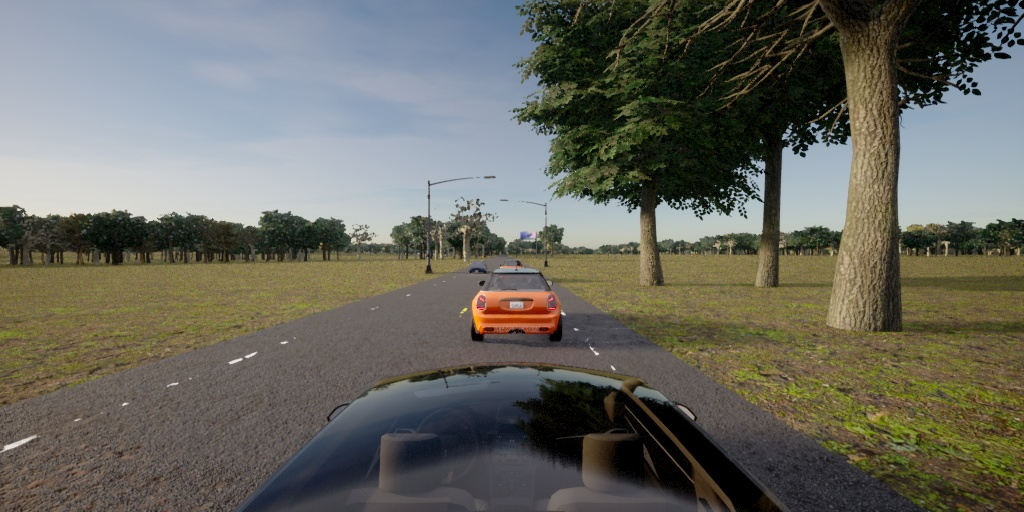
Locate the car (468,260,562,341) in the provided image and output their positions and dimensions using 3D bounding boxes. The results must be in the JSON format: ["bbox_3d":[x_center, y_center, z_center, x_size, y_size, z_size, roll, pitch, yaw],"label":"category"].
[{"bbox_3d":[0.105,1.098,10.016,2.097,1.767,4.553,0,0,0],"label":"car"}]

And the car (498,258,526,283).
[{"bbox_3d":[0.060,1.078,28.858,2.097,1.767,4.553,0,0,1],"label":"car"}]
